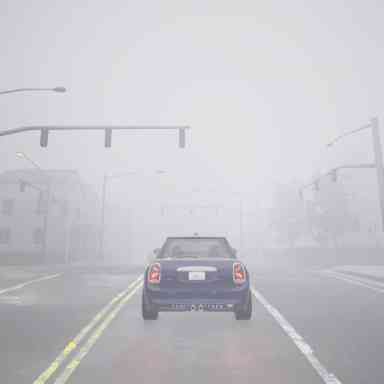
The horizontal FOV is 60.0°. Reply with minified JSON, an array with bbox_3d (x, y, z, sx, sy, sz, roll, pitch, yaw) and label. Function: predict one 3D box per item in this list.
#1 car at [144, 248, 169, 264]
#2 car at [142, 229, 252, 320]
[{"bbox_3d":[-3.659,6.829,35.331,2.128,1.511,4.902,0,-11,0],"label":"car"},{"bbox_3d":[0.087,1.807,8.231,2.097,1.767,4.553,0,-7,0],"label":"car"}]
